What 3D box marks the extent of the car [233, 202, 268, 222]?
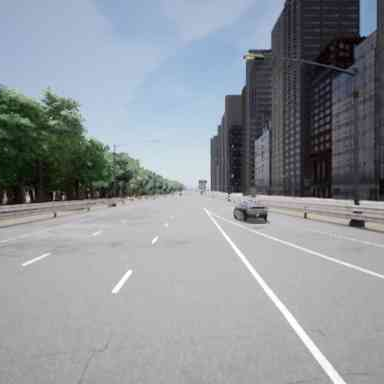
[{"bbox_3d":[4.576,1.503,26.563,2.128,1.511,4.902,0,0,-5],"label":"car"}]
